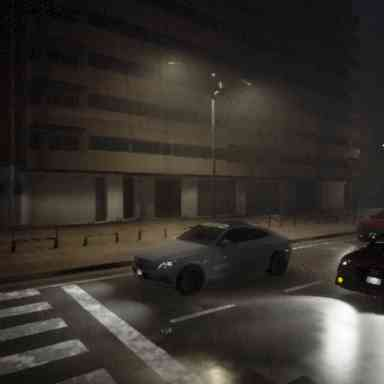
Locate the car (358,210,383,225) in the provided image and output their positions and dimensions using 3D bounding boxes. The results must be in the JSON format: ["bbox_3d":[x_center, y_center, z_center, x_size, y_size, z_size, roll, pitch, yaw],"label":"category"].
[{"bbox_3d":[9.404,1.470,15.052,5.008,1.535,1.882,0,0,-36],"label":"car"}]

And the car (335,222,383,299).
[{"bbox_3d":[5.186,1.560,7.676,4.181,1.385,1.994,0,0,-35],"label":"car"}]

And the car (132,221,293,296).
[{"bbox_3d":[0.730,1.523,8.795,4.674,1.442,1.812,0,0,-35],"label":"car"}]
